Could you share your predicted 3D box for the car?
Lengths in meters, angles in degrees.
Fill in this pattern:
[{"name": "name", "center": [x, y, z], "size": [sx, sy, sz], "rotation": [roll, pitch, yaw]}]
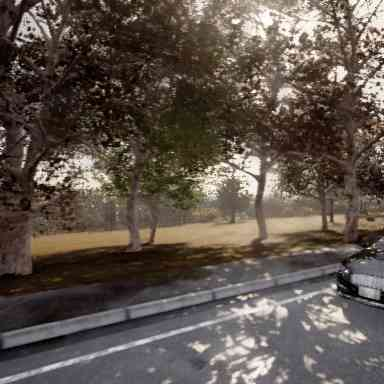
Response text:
[{"name": "car", "center": [5.165, 1.566, 7.368], "size": [4.902, 1.511, 2.128], "rotation": [1, 0, -35]}]
